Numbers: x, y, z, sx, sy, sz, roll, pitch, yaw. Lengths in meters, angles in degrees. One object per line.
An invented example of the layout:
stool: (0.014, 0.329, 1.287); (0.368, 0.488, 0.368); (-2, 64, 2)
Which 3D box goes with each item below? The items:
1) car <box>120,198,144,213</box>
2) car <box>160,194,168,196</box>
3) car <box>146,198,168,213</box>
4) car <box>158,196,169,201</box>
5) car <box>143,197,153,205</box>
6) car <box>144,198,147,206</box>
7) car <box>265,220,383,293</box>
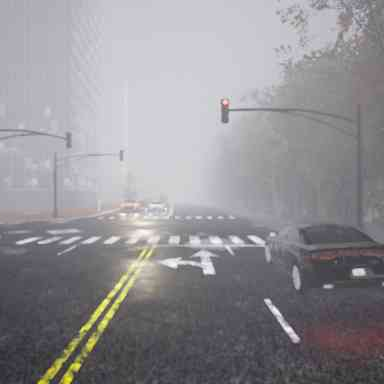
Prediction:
car: (-7.576, 1.615, 41.327); (2.097, 1.767, 4.553); (0, 0, -3)
car: (-6.211, 1.411, 73.304); (2.150, 2.045, 5.566); (0, 0, -4)
car: (-4.330, 1.790, 41.482); (1.812, 1.442, 4.674); (0, 0, -3)
car: (-5.175, 1.899, 57.830); (1.812, 1.442, 4.674); (0, 0, -3)
car: (-9.348, 1.942, 71.747); (1.882, 1.535, 5.008); (0, 0, -4)
car: (-8.380, 1.931, 56.850); (1.994, 1.385, 4.181); (0, 0, -3)
car: (3.300, 1.497, 9.027); (1.882, 1.535, 5.008); (-3, -2, 0)
